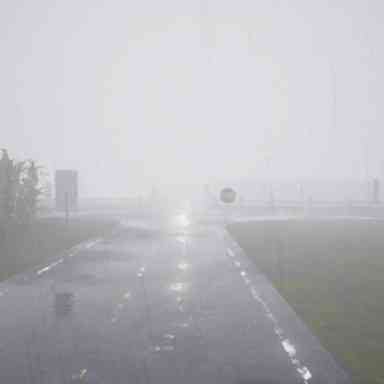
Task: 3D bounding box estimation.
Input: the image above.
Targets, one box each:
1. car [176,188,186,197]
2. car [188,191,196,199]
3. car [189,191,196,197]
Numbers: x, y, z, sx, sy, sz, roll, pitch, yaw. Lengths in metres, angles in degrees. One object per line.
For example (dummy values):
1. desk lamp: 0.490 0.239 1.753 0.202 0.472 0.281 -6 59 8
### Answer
1. car: -2.724 0.140 81.881 2.150 2.045 5.566 0 1 0
2. car: 0.025 0.926 77.779 1.895 1.301 4.718 0 1 0
3. car: 0.028 0.577 87.751 1.837 1.490 4.892 0 1 0
